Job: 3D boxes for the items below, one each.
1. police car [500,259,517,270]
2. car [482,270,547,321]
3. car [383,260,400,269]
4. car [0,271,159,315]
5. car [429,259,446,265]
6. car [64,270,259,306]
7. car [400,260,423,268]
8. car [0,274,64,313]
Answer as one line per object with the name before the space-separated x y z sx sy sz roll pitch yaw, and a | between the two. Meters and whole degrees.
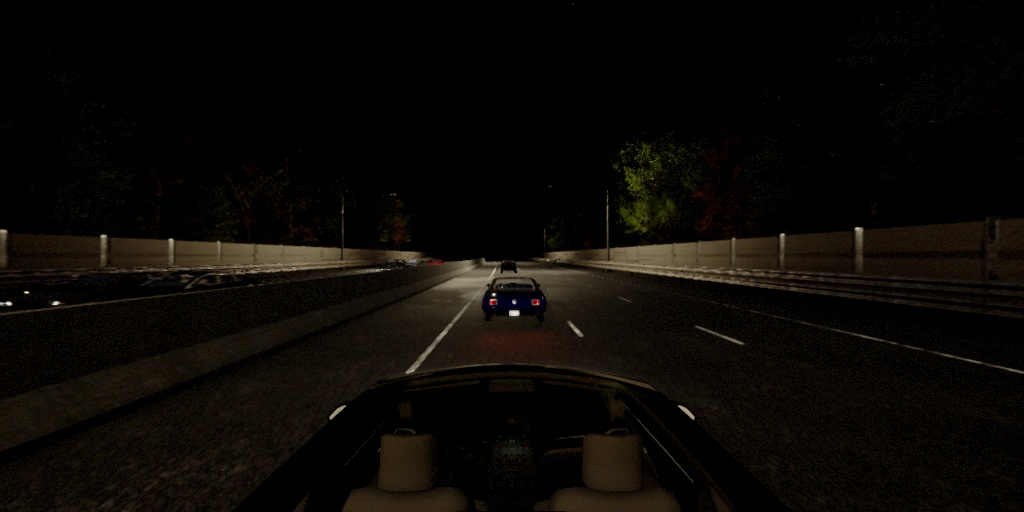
police car | -0.428 1.186 44.329 1.930 1.638 5.238 0 0 -1
car | 0.058 1.354 12.482 1.895 1.301 4.718 0 0 0
car | -18.395 1.324 55.563 1.994 1.385 4.181 0 0 -1
car | -17.657 1.358 14.634 1.895 1.301 4.718 0 0 0
car | -11.373 1.239 54.954 1.882 1.535 5.008 0 0 -1
car | -10.638 1.247 11.853 2.128 1.511 4.902 0 0 0
car | -14.859 1.308 54.463 2.033 1.411 5.357 0 0 -1
car | -14.144 1.304 13.093 2.033 1.411 5.357 0 0 0
